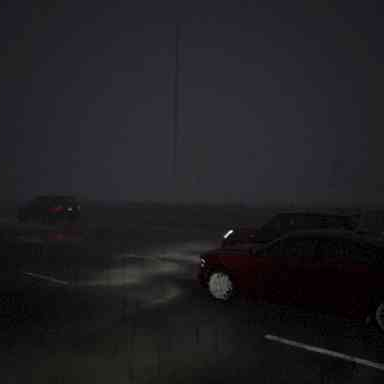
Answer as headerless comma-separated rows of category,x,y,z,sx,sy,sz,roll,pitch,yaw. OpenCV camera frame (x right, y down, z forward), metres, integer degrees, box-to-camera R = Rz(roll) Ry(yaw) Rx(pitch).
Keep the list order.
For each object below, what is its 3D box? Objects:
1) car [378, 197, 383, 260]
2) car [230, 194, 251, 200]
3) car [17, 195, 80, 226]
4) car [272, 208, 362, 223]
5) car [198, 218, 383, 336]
car,9.125,1.219,10.382,5.566,2.045,2.150,0,0,36
car,10.974,1.279,75.450,4.605,1.855,1.932,0,0,36
car,-10.554,1.269,24.429,5.566,2.045,2.150,0,0,36
car,3.172,1.358,10.332,4.553,1.767,2.097,0,0,36
car,2.431,1.481,6.556,5.008,1.535,1.882,0,0,36
